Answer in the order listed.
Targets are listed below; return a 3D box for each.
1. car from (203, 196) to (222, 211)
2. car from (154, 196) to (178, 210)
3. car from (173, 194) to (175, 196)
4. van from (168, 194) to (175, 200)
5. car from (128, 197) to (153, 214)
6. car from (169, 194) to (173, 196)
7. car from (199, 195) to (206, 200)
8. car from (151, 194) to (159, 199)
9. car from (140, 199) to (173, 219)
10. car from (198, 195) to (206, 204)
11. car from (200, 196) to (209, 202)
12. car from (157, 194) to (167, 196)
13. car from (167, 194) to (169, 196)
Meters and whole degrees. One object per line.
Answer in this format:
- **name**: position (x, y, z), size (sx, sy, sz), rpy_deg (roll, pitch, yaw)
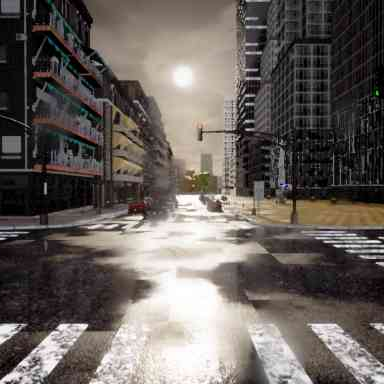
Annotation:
- **car**: position (2.719, 1.540, 41.046), size (1.887, 1.381, 4.507), rpy_deg (-1, 0, 0)
- **car**: position (-3.025, 1.500, 39.039), size (1.837, 1.490, 4.892), rpy_deg (0, 0, 0)
- **car**: position (-5.549, 1.321, 86.196), size (2.192, 1.841, 5.009), rpy_deg (-1, 0, 0)
- **van**: position (-5.538, 1.350, 91.844), size (1.690, 1.788, 3.998), rpy_deg (-1, 0, 0)
- **car**: position (-5.638, 1.540, 35.355), size (1.887, 1.381, 4.507), rpy_deg (-1, 0, 0)
- **car**: position (-5.576, 1.583, 69.249), size (1.802, 1.307, 4.206), rpy_deg (-1, 0, 0)
- **car**: position (2.812, 1.534, 92.058), size (1.752, 1.417, 4.829), rpy_deg (-1, 0, 0)
- **car**: position (-5.629, 1.436, 41.004), size (1.967, 1.590, 4.097), rpy_deg (-1, 0, 0)
- **car**: position (-3.048, 1.560, 29.129), size (1.994, 1.385, 4.181), rpy_deg (0, 0, 0)
- **car**: position (2.761, 1.551, 63.642), size (2.008, 1.369, 4.403), rpy_deg (-1, 0, 0)
- **car**: position (2.781, 1.547, 74.940), size (1.887, 1.381, 4.507), rpy_deg (-1, 0, 0)
- **car**: position (-5.610, 1.312, 52.303), size (2.192, 1.841, 5.009), rpy_deg (-1, 0, 0)
- **car**: position (-5.598, 1.438, 57.950), size (1.967, 1.590, 4.097), rpy_deg (-1, 0, 0)
